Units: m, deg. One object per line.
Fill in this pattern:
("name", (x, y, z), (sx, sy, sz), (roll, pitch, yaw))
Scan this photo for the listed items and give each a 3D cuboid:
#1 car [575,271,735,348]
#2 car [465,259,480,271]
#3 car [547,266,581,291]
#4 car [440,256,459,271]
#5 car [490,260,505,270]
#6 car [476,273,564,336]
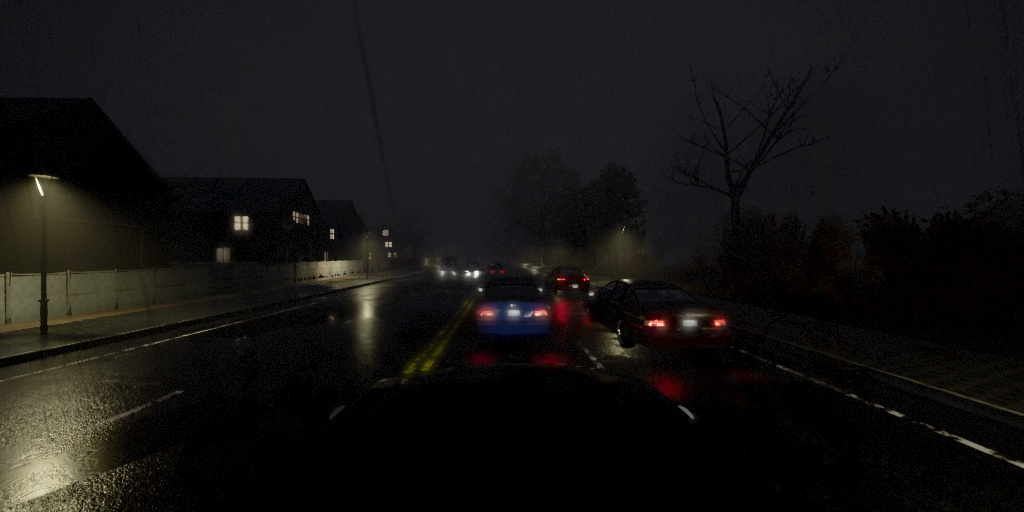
("car", (3.241, 1.300, 9.190), (2.033, 1.411, 5.357), (0, 0, -2))
("car", (-5.458, 1.225, 49.906), (2.128, 1.511, 4.902), (0, 0, -3))
("car", (2.953, 1.279, 19.529), (1.812, 1.442, 4.674), (0, 0, -2))
("car", (-8.732, 0.954, 50.317), (2.150, 2.045, 5.566), (0, 0, -3))
("car", (-2.188, 1.261, 51.724), (1.812, 1.442, 4.674), (0, 0, -3))
("car", (-0.016, 1.299, 10.352), (2.033, 1.411, 5.357), (0, 0, -1))
